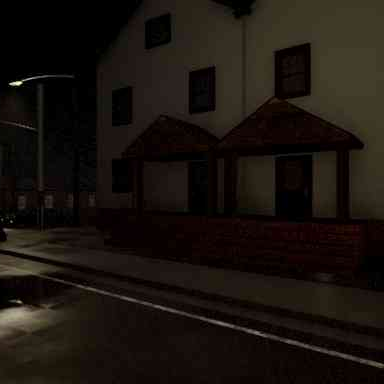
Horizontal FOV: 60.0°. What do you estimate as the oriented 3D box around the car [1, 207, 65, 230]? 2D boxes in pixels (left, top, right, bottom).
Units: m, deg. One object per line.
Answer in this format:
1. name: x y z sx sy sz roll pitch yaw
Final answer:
1. car: -14.227 2.400 30.139 2.150 2.045 5.566 0 -9 36
